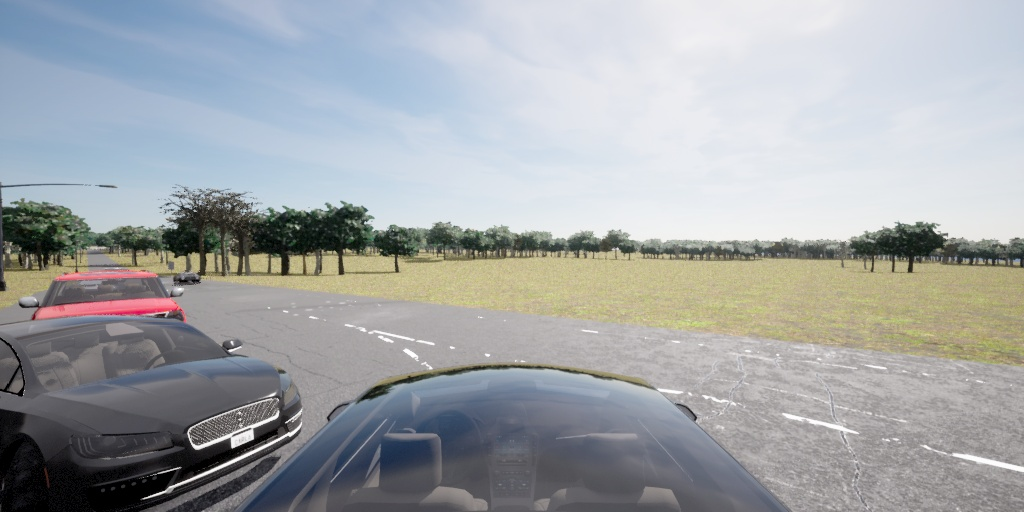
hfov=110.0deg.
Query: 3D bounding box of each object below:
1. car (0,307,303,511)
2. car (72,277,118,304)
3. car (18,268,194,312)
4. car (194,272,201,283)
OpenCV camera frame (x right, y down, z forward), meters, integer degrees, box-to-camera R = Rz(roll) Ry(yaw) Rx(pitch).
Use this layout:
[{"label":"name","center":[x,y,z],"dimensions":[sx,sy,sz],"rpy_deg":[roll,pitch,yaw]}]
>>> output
[{"label":"car","center":[-4.608,1.445,3.953],"dimensions":[4.892,1.490,1.837],"rpy_deg":[-3,-3,20]},{"label":"car","center":[-27.210,2.161,23.403],"dimensions":[4.674,1.442,1.812],"rpy_deg":[-2,0,40]},{"label":"car","center":[-9.578,1.385,8.536],"dimensions":[5.566,2.045,2.150],"rpy_deg":[-2,0,40]},{"label":"car","center":[-37.199,2.532,40.962],"dimensions":[4.718,1.301,1.895],"rpy_deg":[-2,0,40]}]
